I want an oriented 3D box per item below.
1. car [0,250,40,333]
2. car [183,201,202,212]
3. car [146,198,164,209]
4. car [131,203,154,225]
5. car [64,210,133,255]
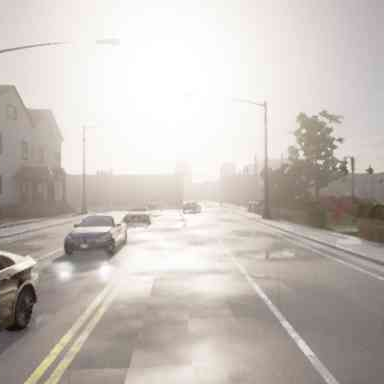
[{"bbox_3d":[-3.680,1.563,4.220,2.128,1.511,4.902,0,-1,-2],"label":"car"},{"bbox_3d":[0.081,1.990,46.033,1.837,1.490,4.892,-1,0,13],"label":"car"},{"bbox_3d":[-4.545,1.469,40.746,2.097,1.767,4.553,0,-1,-2],"label":"car"},{"bbox_3d":[-4.262,1.880,27.185,1.994,1.385,4.181,0,-1,-1],"label":"car"},{"bbox_3d":[-3.938,1.705,14.340,1.812,1.442,4.674,0,-1,-1],"label":"car"}]
